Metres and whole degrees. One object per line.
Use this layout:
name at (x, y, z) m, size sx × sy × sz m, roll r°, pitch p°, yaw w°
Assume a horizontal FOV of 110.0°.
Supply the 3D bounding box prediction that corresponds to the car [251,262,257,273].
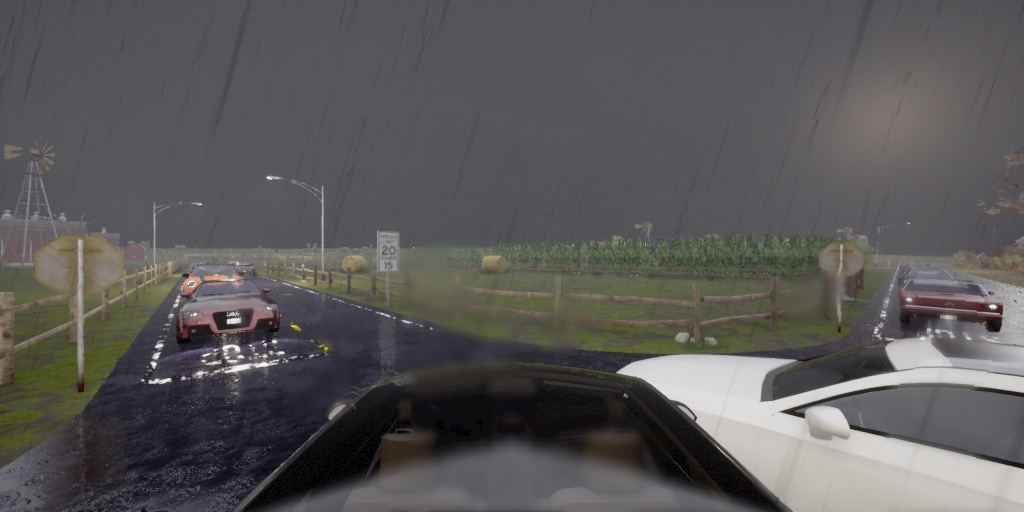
car at (-26.789, 1.268, 35.755) m, size 2.128 × 1.511 × 4.902 m, roll 0°, pitch 0°, yaw -41°

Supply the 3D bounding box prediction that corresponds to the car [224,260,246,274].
car at (-33.469, 1.286, 43.249) m, size 1.837 × 1.490 × 4.892 m, roll 0°, pitch 0°, yaw -41°

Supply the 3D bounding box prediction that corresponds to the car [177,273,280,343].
car at (-7.888, 1.352, 9.939) m, size 1.994 × 1.385 × 4.181 m, roll 0°, pitch 0°, yaw -42°

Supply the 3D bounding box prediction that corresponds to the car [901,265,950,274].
car at (20.691, 1.351, 17.822) m, size 5.357 × 1.411 × 2.033 m, roll 0°, pitch 1°, yaw -42°

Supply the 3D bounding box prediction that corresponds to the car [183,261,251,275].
car at (-13.629, 1.134, 16.453) m, size 2.097 × 1.767 × 4.553 m, roll 0°, pitch 0°, yaw -41°

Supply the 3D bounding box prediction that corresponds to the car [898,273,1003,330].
car at (13.578, 1.391, 11.297) m, size 4.718 × 1.301 × 1.895 m, roll 0°, pitch 1°, yaw -43°

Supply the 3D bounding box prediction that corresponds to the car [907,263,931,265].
car at (27.480, 1.385, 24.040) m, size 4.181 × 1.385 × 1.994 m, roll 0°, pitch 1°, yaw -43°

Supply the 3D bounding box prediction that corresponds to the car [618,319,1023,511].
car at (2.850, 1.293, 2.293) m, size 1.812 × 1.442 × 4.674 m, roll 0°, pitch 1°, yaw -44°
